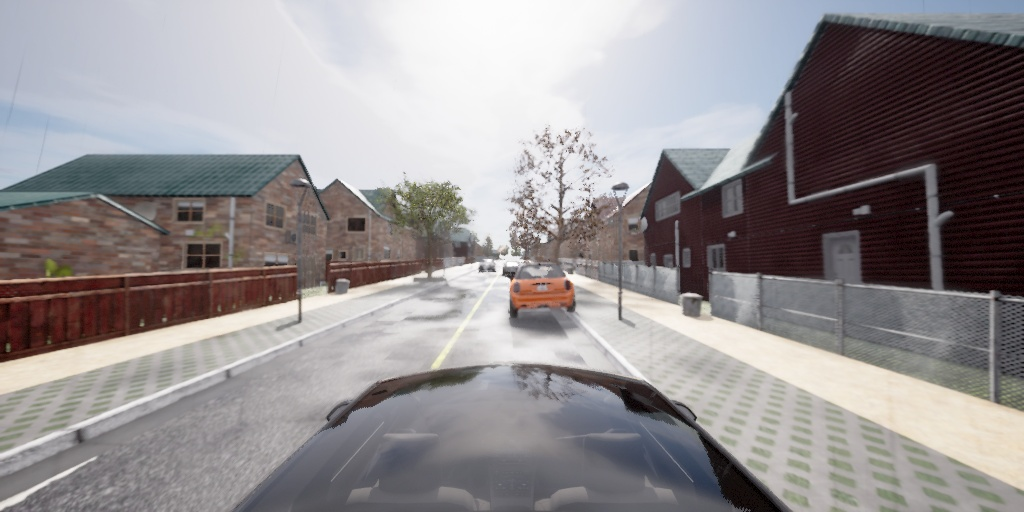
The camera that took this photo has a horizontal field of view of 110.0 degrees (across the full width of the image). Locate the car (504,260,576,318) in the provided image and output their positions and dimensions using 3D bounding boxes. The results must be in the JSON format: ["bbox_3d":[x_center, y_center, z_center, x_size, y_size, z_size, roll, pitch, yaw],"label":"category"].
[{"bbox_3d":[0.925,1.015,13.031,2.097,1.767,4.553,-3,-1,0],"label":"car"}]

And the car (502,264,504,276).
[{"bbox_3d":[0.039,1.209,35.653,1.994,1.385,4.181,0,0,1],"label":"car"}]

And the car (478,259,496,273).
[{"bbox_3d":[-2.831,1.119,41.517,2.128,1.511,4.902,0,0,0],"label":"car"}]
